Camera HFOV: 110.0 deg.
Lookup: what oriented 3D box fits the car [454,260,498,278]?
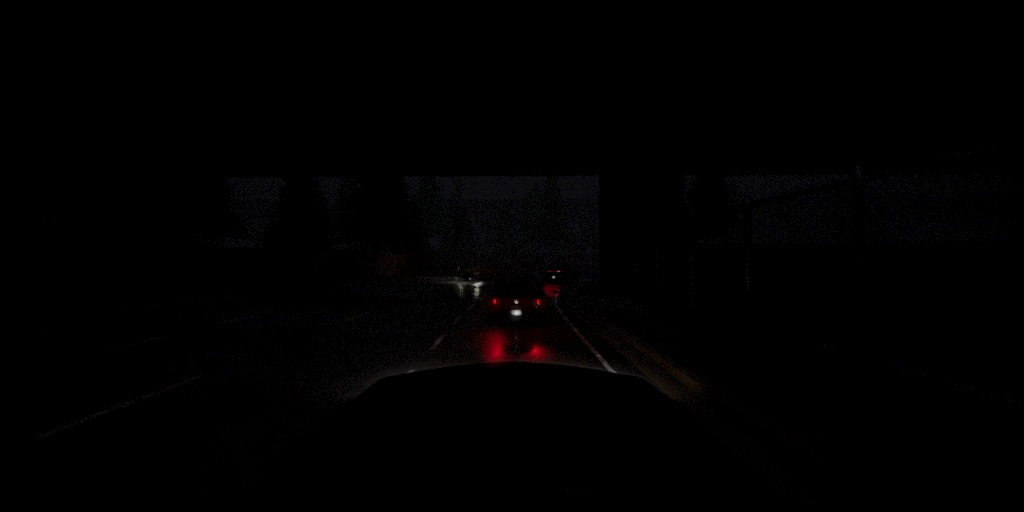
[{"bbox_3d":[-3.658,1.272,37.637,2.097,1.767,4.553,0,0,36],"label":"car"}]

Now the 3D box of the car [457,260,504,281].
[{"bbox_3d":[-2.552,1.374,32.596,1.882,1.535,5.008,-1,-1,28],"label":"car"}]

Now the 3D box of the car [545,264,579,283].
[{"bbox_3d":[4.234,1.388,29.917,1.837,1.490,4.892,-1,-1,25],"label":"car"}]

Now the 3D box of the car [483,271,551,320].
[{"bbox_3d":[0.220,1.404,12.887,1.895,1.301,4.718,0,0,2],"label":"car"}]
